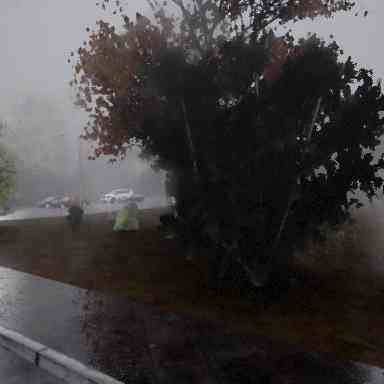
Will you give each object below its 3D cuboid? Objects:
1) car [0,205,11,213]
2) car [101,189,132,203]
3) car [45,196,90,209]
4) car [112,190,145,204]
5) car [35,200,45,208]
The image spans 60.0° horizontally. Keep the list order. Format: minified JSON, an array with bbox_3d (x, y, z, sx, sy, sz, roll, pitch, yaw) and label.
[{"bbox_3d":[-21.710,1.646,34.668,1.895,1.301,4.718,0,1,39],"label":"car"},{"bbox_3d":[-11.723,0.658,52.674,2.150,2.045,5.566,0,3,39],"label":"car"},{"bbox_3d":[-15.498,1.306,42.403,1.882,1.535,5.008,0,2,39],"label":"car"},{"bbox_3d":[-9.172,0.964,50.270,1.812,1.442,4.674,0,3,39],"label":"car"},{"bbox_3d":[-18.355,1.350,44.435,1.837,1.490,4.892,0,2,39],"label":"car"}]
